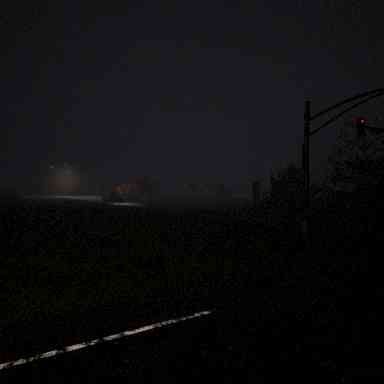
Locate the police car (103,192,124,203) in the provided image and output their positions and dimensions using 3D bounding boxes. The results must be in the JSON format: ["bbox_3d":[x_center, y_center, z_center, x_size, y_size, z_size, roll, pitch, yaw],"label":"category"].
[{"bbox_3d":[-11.780,0.822,49.808,2.038,1.542,4.974,1,0,-32],"label":"police car"}]
